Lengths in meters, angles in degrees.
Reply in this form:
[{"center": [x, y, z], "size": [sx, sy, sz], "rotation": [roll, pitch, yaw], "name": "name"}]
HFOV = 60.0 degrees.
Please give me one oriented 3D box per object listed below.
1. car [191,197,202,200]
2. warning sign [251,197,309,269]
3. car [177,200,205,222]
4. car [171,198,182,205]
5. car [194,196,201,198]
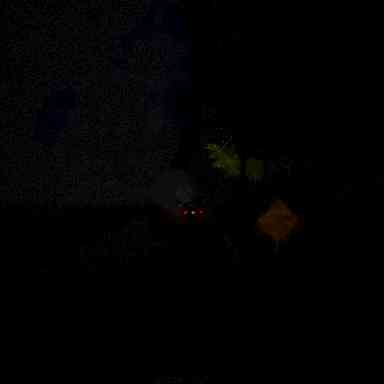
[{"center": [0.028, 1.735, 43.612], "size": [1.895, 1.301, 4.718], "rotation": [0, 0, 0], "name": "car"}, {"center": [2.485, 1.123, 9.572], "size": [1.300, 1.860, 1.060], "rotation": [3, 3, 0], "name": "warning sign"}, {"center": [0.083, 1.606, 27.283], "size": [2.033, 1.411, 5.357], "rotation": [0, 0, 0], "name": "car"}, {"center": [-2.831, 1.772, 62.521], "size": [1.994, 1.385, 4.181], "rotation": [0, 0, 1], "name": "car"}, {"center": [0.909, 1.567, 64.655], "size": [2.097, 1.767, 4.553], "rotation": [0, 0, 0], "name": "car"}]
